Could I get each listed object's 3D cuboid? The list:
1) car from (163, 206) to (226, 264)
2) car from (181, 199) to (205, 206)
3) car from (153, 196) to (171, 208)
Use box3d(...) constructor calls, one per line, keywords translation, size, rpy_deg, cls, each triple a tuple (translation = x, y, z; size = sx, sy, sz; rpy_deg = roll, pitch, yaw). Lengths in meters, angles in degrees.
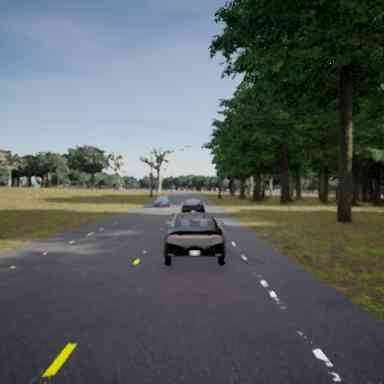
box3d(translation=(0.086, 1.444, 11.555), size=(2.128, 1.511, 4.902), rpy_deg=(0, 0, 0), cls="car")
box3d(translation=(0.091, 1.313, 28.314), size=(1.882, 1.535, 5.008), rpy_deg=(0, 0, 0), cls="car")
box3d(translation=(-3.587, 1.213, 41.163), size=(1.812, 1.442, 4.674), rpy_deg=(0, 1, 0), cls="car")
